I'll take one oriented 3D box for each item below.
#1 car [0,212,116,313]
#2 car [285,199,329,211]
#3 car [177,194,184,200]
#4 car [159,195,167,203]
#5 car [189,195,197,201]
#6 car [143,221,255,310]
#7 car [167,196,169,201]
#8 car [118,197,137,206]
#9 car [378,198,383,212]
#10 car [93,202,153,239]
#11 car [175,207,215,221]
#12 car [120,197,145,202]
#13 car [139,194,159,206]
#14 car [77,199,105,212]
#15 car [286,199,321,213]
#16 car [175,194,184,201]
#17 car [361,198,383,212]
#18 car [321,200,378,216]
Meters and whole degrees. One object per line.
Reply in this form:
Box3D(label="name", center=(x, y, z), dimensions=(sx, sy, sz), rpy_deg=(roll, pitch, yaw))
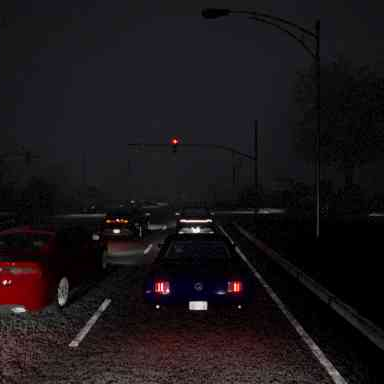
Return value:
Box3D(label="car", center=(-3.382, 1.478, 7.774), dimensions=(1.882, 1.535, 5.008), rpy_deg=(0, 0, 0))
Box3D(label="car", center=(13.677, 1.526, 39.628), dimensions=(4.674, 1.442, 1.812), rpy_deg=(0, 0, 5))
Box3D(label="car", center=(-3.224, 1.328, 95.040), dimensions=(1.882, 1.535, 5.008), rpy_deg=(0, 0, 1))
Box3D(label="car", center=(-6.832, 1.601, 69.248), dimensions=(1.895, 1.301, 4.718), rpy_deg=(0, 0, 0))
Box3D(label="car", center=(0.210, 1.500, 84.637), dimensions=(1.837, 1.490, 4.892), rpy_deg=(0, 0, 0))
Box3D(label="car", center=(0.119, 1.601, 7.747), dimensions=(1.895, 1.301, 4.718), rpy_deg=(0, 0, 0))
Box3D(label="car", center=(-6.799, 1.540, 81.957), dimensions=(2.033, 1.411, 5.357), rpy_deg=(0, 0, 0))
Box3D(label="car", center=(-10.458, 1.547, 54.641), dimensions=(2.033, 1.411, 5.357), rpy_deg=(0, 0, 0))
Box3D(label="car", center=(22.228, 1.470, 35.638), dimensions=(5.008, 1.535, 1.882), rpy_deg=(0, 0, 3))
Box3D(label="car", center=(-3.359, 1.505, 17.271), dimensions=(1.837, 1.490, 4.892), rpy_deg=(0, 0, 0))
Box3D(label="car", center=(0.151, 1.491, 17.009), dimensions=(2.128, 1.511, 4.902), rpy_deg=(0, 0, -1))
Box3D(label="car", center=(-7.007, 1.601, 38.548), dimensions=(1.895, 1.301, 4.718), rpy_deg=(0, 0, 0))
Box3D(label="car", center=(-6.960, 1.478, 53.993), dimensions=(1.882, 1.535, 5.008), rpy_deg=(0, 0, 0))
Box3D(label="car", center=(-10.516, 1.525, 35.055), dimensions=(1.812, 1.442, 4.674), rpy_deg=(0, 0, 0))
Box3D(label="car", center=(12.808, 1.491, 36.174), dimensions=(4.902, 1.511, 2.128), rpy_deg=(0, 0, 3))
Box3D(label="car", center=(-3.290, 1.532, 84.631), dimensions=(2.033, 1.411, 5.357), rpy_deg=(0, 0, 0))
Box3D(label="car", center=(22.853, 1.484, 39.110), dimensions=(4.902, 1.511, 2.128), rpy_deg=(0, 0, 3))
Box3D(label="car", center=(15.244, 1.564, 32.381), dimensions=(4.181, 1.385, 1.994), rpy_deg=(0, 0, 4))
